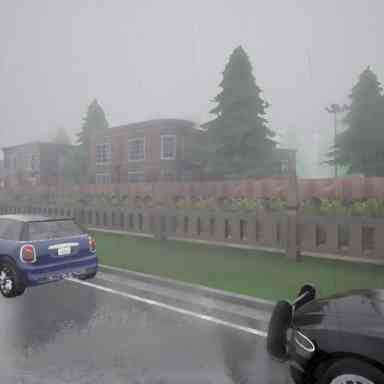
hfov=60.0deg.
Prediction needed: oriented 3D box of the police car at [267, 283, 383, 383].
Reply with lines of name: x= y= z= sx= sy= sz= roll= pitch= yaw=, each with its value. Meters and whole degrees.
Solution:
police car: x=3.226 y=1.425 z=2.735 sx=5.238 sy=1.638 sz=1.930 roll=0 pitch=0 yaw=38

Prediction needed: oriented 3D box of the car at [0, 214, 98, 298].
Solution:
car: x=-4.549 y=1.351 z=8.799 sx=4.553 sy=1.767 sz=2.097 roll=0 pitch=0 yaw=38
